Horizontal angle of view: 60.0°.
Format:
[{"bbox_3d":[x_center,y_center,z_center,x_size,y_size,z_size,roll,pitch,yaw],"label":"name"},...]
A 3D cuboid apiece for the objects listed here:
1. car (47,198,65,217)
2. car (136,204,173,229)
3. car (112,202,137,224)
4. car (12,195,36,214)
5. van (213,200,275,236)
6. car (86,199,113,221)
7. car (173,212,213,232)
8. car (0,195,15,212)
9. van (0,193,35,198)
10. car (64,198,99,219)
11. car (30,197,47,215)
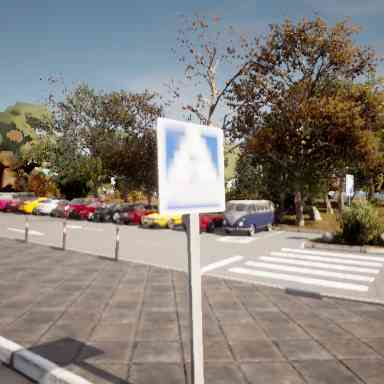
[{"bbox_3d":[-10.057,1.329,29.938,2.185,1.767,4.553,1,1,35],"label":"car"},{"bbox_3d":[-1.141,1.625,23.330,1.946,1.575,5.366,1,1,35],"label":"car"},{"bbox_3d":[-3.277,1.614,25.113,2.163,1.488,4.792,1,1,35],"label":"car"},{"bbox_3d":[-14.603,1.369,33.127,2.097,1.535,5.008,1,1,35],"label":"car"},{"bbox_3d":[3.425,1.490,20.167,1.878,1.987,4.442,1,1,35],"label":"van"},{"bbox_3d":[-5.558,1.542,26.692,2.231,1.521,4.892,1,1,35],"label":"car"},{"bbox_3d":[1.247,1.701,21.896,2.163,1.488,4.792,1,1,35],"label":"car"},{"bbox_3d":[-16.866,1.368,34.738,2.002,1.452,4.674,1,1,35],"label":"car"},{"bbox_3d":[-19.054,1.060,36.441,1.878,1.987,4.442,1,1,35],"label":"van"},{"bbox_3d":[-7.812,1.497,28.310,2.097,1.535,5.008,1,1,35],"label":"car"},{"bbox_3d":[-12.340,1.452,31.521,2.002,1.452,4.674,1,1,35],"label":"car"}]
